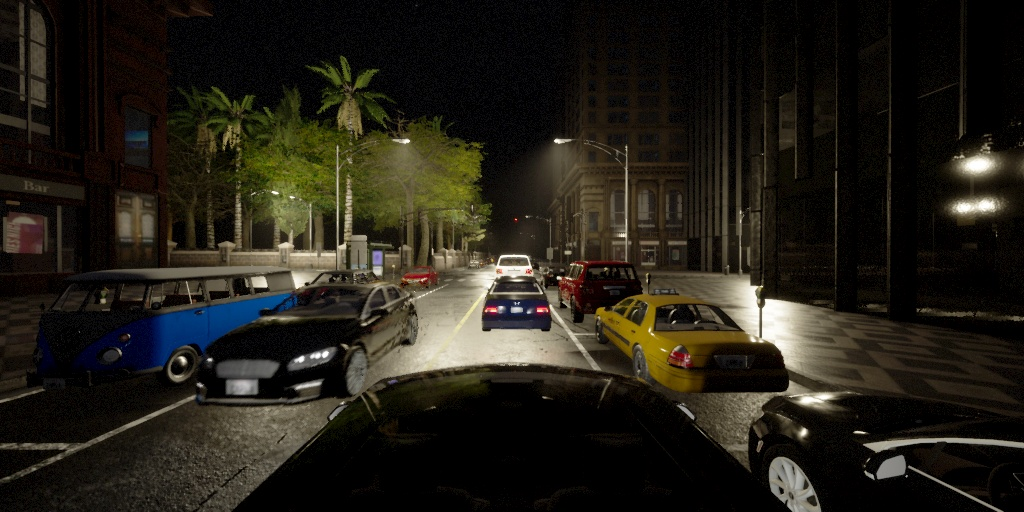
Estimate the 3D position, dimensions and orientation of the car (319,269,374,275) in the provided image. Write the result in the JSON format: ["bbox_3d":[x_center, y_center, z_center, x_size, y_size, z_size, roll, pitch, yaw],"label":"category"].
[{"bbox_3d":[-5.759,1.188,12.036,1.967,1.591,4.097,0,0,0],"label":"car"}]

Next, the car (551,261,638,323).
[{"bbox_3d":[2.767,1.063,12.016,2.192,1.841,5.009,0,0,0],"label":"car"}]

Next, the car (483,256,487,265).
[{"bbox_3d":[-5.737,1.160,60.168,1.967,1.591,4.097,0,0,0],"label":"car"}]

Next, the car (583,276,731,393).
[{"bbox_3d":[2.764,1.275,6.761,1.751,1.417,4.829,0,0,0],"label":"car"}]

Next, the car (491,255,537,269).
[{"bbox_3d":[0.109,0.968,21.408,2.150,2.045,5.566,0,0,0],"label":"car"}]

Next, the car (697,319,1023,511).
[{"bbox_3d":[2.762,1.300,1.165,2.007,1.370,4.403,0,0,0],"label":"car"}]

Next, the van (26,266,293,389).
[{"bbox_3d":[-5.761,1.090,6.609,1.690,1.789,3.998,0,0,0],"label":"van"}]

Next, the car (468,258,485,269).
[{"bbox_3d":[-5.739,1.275,54.748,2.007,1.370,4.403,0,0,0],"label":"car"}]

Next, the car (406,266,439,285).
[{"bbox_3d":[-5.754,1.327,22.888,1.802,1.307,4.207,0,0,0],"label":"car"}]

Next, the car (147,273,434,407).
[{"bbox_3d":[-3.093,1.241,6.563,2.128,1.511,4.902,0,0,0],"label":"car"}]

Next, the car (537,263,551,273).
[{"bbox_3d":[2.772,1.311,22.867,1.948,1.339,4.313,0,0,0],"label":"car"}]

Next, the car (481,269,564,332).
[{"bbox_3d":[0.106,1.296,10.837,2.033,1.411,5.357,0,0,0],"label":"car"}]
